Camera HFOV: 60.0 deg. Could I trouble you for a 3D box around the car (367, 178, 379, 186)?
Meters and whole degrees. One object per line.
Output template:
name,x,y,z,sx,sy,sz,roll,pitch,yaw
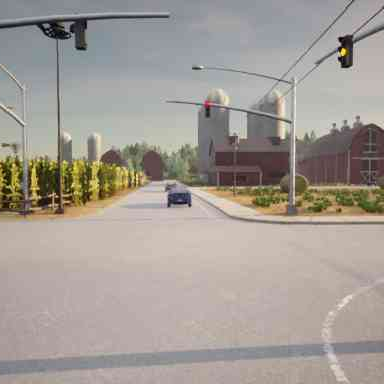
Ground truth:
car,42.395,-2.310,77.479,1.905,1.878,3.866,10,10,41

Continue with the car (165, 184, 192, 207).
car,-1.103,0.354,27.571,1.882,1.535,5.008,0,3,-4

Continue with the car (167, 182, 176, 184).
car,-3.323,-0.797,52.803,2.128,1.511,4.902,0,3,-5
